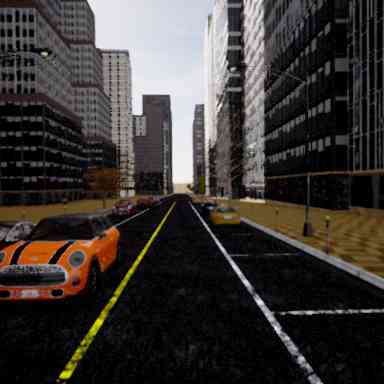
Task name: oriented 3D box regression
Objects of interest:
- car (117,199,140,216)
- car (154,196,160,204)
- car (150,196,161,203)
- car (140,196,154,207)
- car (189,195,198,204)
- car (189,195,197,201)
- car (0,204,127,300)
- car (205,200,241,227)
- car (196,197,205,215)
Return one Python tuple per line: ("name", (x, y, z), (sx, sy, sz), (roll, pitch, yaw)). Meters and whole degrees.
("car", (-6.641, 1.478, 32.779), (1.967, 1.590, 4.097), (-2, 0, -2))
("car", (-7.485, 1.604, 60.891), (1.802, 1.307, 4.206), (-2, 0, -2))
("car", (-7.825, 1.569, 72.136), (2.008, 1.369, 4.403), (-2, 0, -2))
("car", (-7.146, 1.572, 49.647), (1.887, 1.381, 4.507), (-2, 0, -2))
("car", (0.884, 1.439, 61.313), (1.752, 1.417, 4.829), (-2, 0, -2))
("car", (0.213, 1.490, 83.634), (1.802, 1.307, 4.206), (-2, 0, -2))
("car", (-3.213, 1.379, 8.687), (2.097, 1.767, 4.553), (-1, 0, -2))
("car", (2.072, 1.465, 21.958), (1.752, 1.417, 4.829), (-2, 0, -2))
("car", (1.739, 1.496, 33.032), (1.947, 1.339, 4.313), (-2, 0, -2))
